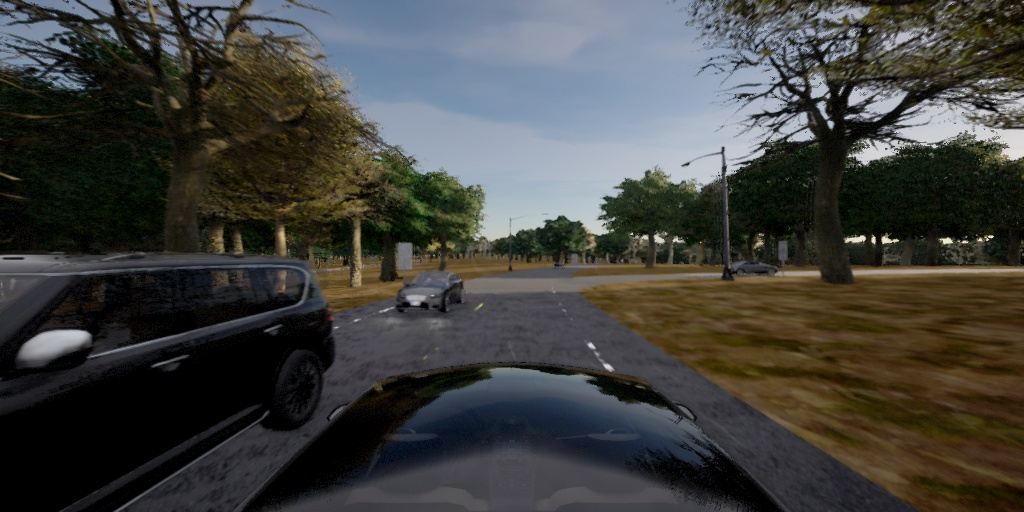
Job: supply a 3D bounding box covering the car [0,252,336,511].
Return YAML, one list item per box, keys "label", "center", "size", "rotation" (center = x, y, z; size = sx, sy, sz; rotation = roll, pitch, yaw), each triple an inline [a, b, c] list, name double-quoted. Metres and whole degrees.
- label: "car"
  center: [-3.540, 0.974, 2.748]
  size: [2.150, 2.045, 5.566]
  rotation: [0, -1, 1]

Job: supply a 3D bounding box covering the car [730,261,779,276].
- label: "car"
  center: [21.824, 1.094, 32.840]
  size: [4.181, 1.385, 1.994]
  rotation: [-2, 0, 4]

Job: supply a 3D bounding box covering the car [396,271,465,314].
- label: "car"
  center: [-3.179, 1.378, 14.766]
  size: [2.128, 1.511, 4.902]
  rotation: [0, 0, 3]
